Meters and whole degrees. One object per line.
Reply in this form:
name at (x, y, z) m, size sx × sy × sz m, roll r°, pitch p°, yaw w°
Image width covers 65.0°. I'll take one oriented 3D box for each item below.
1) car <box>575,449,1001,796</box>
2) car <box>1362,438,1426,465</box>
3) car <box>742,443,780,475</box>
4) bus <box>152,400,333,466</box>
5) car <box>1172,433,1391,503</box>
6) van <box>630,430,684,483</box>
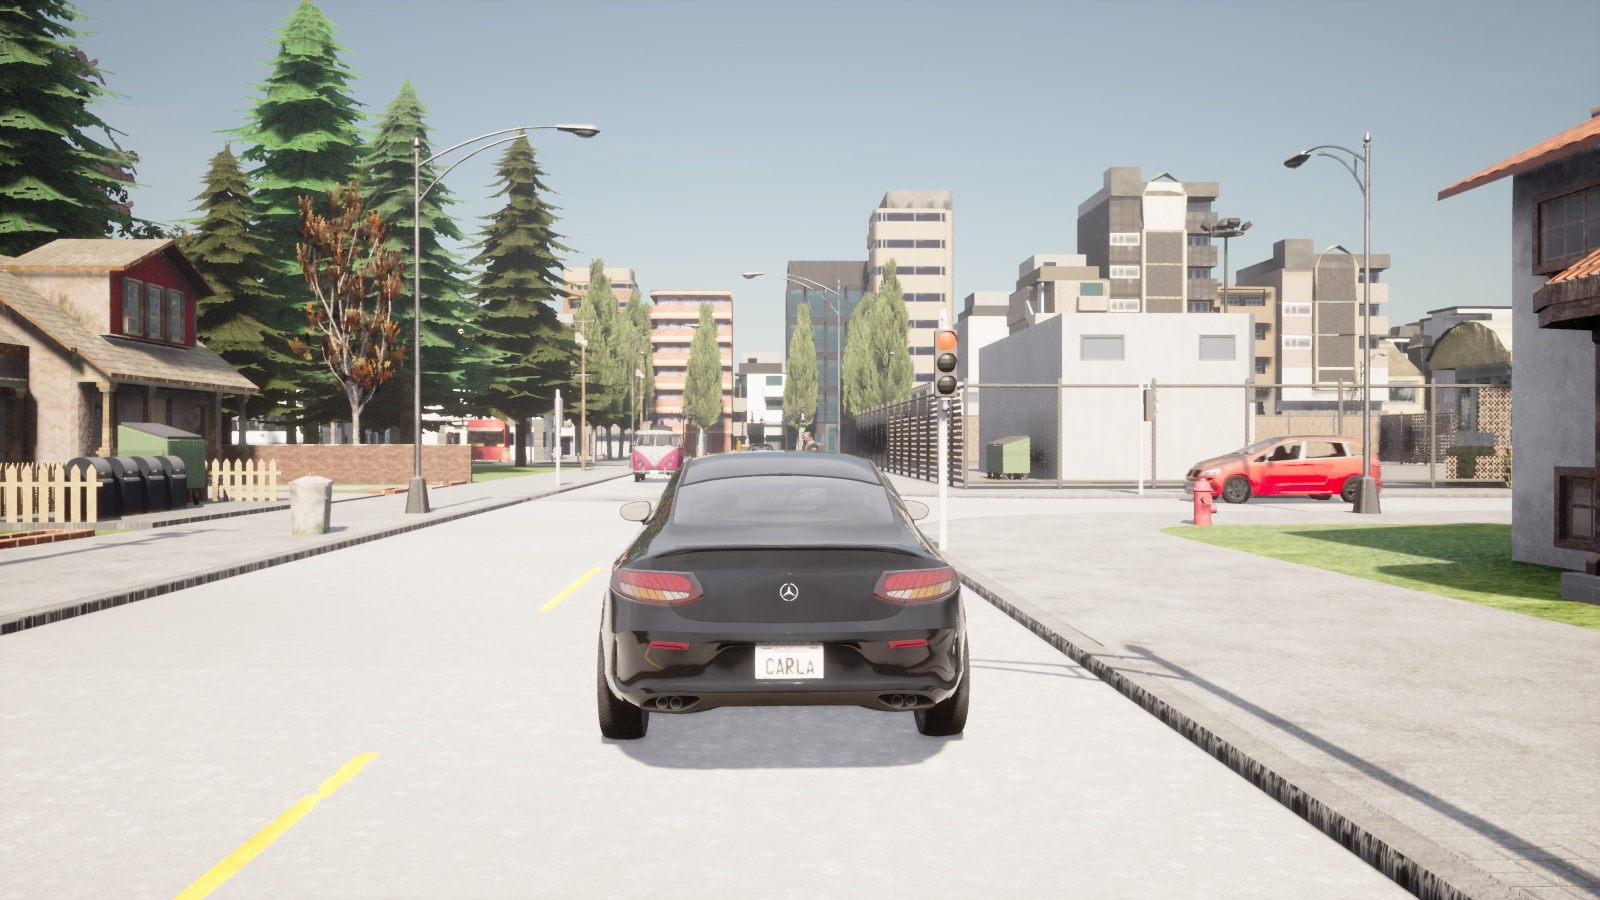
car at (-0.142, 0.729, 7.674) m, size 1.812 × 1.442 × 4.674 m, roll 0°, pitch 0°, yaw -2°
car at (41.967, 0.075, 88.723) m, size 3.866 × 1.878 × 1.905 m, roll 0°, pitch 0°, yaw 34°
car at (-1.920, 0.411, 61.513) m, size 1.816 × 1.474 × 4.193 m, roll 0°, pitch 0°, yaw -2°
bus at (-36.825, -1.130, 83.327) m, size 10.273 × 4.253 × 3.944 m, roll 0°, pitch 0°, yaw -2°
car at (11.941, 0.423, 31.396) m, size 4.611 × 1.667 × 2.242 m, roll 0°, pitch 0°, yaw -2°
van at (-5.522, 0.218, 49.039) m, size 1.775 × 1.987 × 4.442 m, roll 0°, pitch 0°, yaw -2°
